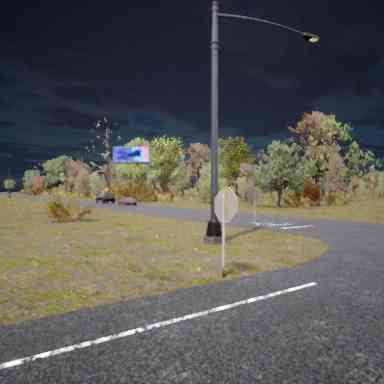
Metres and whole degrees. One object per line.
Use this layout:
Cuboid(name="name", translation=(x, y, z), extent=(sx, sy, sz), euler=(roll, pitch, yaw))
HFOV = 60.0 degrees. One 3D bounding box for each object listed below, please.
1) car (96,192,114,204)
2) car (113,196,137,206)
Cuboid(name="car", translation=(-15.935, 1.090, 61.150), extent=(2.150, 2.045, 5.566), euler=(0, 0, -34))
Cuboid(name="car", translation=(-10.373, 1.451, 52.822), extent=(1.994, 1.385, 4.181), euler=(0, 0, -33))
